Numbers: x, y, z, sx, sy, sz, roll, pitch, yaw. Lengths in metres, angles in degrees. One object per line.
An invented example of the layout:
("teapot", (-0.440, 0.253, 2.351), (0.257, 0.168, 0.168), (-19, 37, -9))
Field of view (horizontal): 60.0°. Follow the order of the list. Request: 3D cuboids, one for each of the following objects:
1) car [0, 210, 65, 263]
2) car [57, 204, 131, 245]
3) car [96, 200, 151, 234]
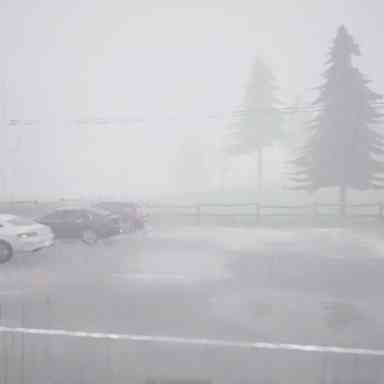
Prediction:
("car", (-7.082, 1.482, 11.375), (4.674, 1.442, 1.812), (0, 0, 8))
("car", (-5.445, 1.432, 14.686), (4.892, 1.490, 1.837), (0, 0, 8))
("car", (-4.628, 1.252, 18.102), (4.553, 1.767, 2.097), (0, 0, 8))
